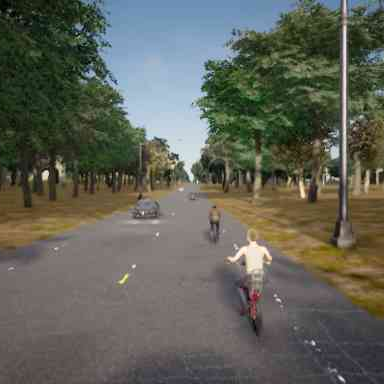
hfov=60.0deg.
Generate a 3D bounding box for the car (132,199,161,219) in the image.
[{"bbox_3d":[-3.596,1.332,26.846,1.837,1.490,4.892,0,0,0],"label":"car"}]

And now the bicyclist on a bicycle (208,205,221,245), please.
[{"bbox_3d":[0.967,1.385,13.993,0.582,1.620,1.656,0,0,0],"label":"bicyclist on a bicycle"}]

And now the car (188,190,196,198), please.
[{"bbox_3d":[0.010,0.430,73.966,1.837,1.490,4.892,0,2,0],"label":"car"}]

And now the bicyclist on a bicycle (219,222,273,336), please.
[{"bbox_3d":[1.005,1.420,5.651,0.866,1.612,1.509,0,0,0],"label":"bicyclist on a bicycle"}]

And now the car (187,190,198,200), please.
[{"bbox_3d":[0.107,0.736,61.251,2.128,1.511,4.902,0,1,0],"label":"car"}]
